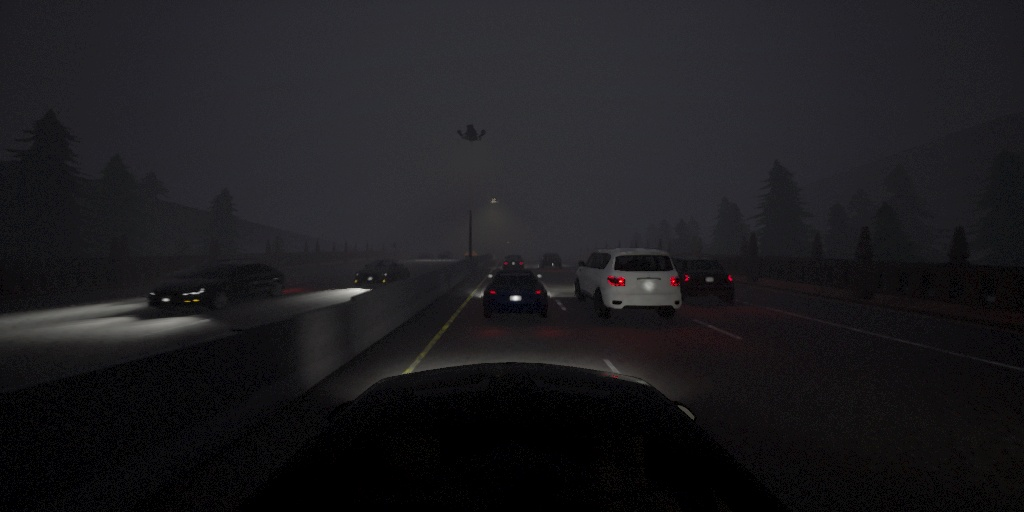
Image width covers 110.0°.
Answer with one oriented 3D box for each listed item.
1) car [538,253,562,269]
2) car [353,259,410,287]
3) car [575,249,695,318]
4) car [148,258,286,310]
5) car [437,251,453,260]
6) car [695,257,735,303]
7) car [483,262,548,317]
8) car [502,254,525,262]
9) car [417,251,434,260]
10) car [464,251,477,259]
[{"bbox_3d":[3.612,0.412,34.152,1.837,1.490,4.892,0,2,0],"label":"car"},{"bbox_3d":[-7.093,0.883,19.890,1.994,1.385,4.181,0,2,0],"label":"car"},{"bbox_3d":[3.604,0.765,12.127,2.150,2.045,5.566,0,2,0],"label":"car"},{"bbox_3d":[-10.595,1.011,13.390,1.837,1.490,4.892,0,2,0],"label":"car"},{"bbox_3d":[-10.528,-0.132,56.939,1.837,1.490,4.892,0,0,1],"label":"car"},{"bbox_3d":[7.105,0.811,15.012,2.097,1.767,4.553,0,2,0],"label":"car"},{"bbox_3d":[0.104,1.107,12.145,1.994,1.385,4.181,0,2,0],"label":"car"},{"bbox_3d":[0.111,0.566,30.313,2.033,1.411,5.357,0,2,0],"label":"car"},{"bbox_3d":[-14.030,-0.067,58.305,1.994,1.385,4.181,0,0,1],"label":"car"},{"bbox_3d":[-7.010,-0.121,61.189,1.882,1.535,5.008,0,-1,1],"label":"car"}]
